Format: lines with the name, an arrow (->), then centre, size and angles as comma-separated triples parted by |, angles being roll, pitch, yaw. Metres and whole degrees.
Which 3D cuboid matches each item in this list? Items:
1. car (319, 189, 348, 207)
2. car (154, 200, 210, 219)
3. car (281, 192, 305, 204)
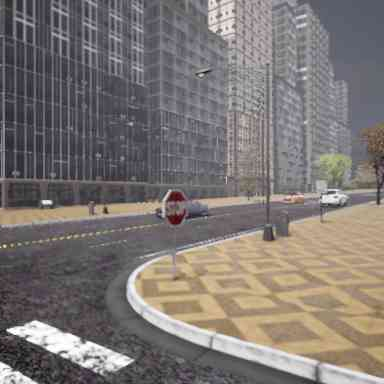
car -> 16.891, 0.684, 39.616 | 2.150, 2.045, 5.566 | 0, 1, 36
car -> -0.638, 1.361, 26.876 | 2.033, 1.411, 5.357 | 0, 1, 36
car -> 14.276, 0.761, 47.080 | 2.097, 1.767, 4.553 | 0, 1, 37
